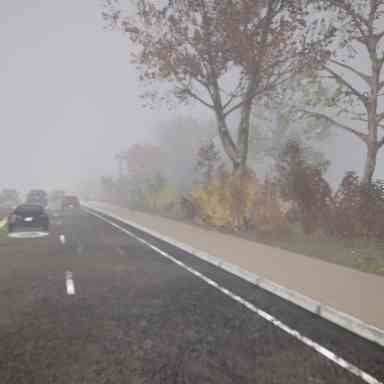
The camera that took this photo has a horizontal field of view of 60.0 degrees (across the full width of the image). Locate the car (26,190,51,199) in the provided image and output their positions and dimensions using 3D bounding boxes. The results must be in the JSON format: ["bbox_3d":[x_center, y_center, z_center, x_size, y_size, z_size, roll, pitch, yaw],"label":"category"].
[{"bbox_3d":[-18.284,0.720,39.334,2.150,2.045,5.566,1,0,-25],"label":"car"}]

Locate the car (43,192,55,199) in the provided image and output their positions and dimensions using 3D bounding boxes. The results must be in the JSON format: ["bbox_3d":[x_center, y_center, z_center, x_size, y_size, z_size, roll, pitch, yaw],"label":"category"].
[{"bbox_3d":[-30.774,0.670,71.522,1.994,1.385,4.181,1,0,-28],"label":"car"}]

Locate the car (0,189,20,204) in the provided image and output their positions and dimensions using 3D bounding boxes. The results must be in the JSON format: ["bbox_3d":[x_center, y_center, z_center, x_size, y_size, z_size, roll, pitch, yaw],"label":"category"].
[{"bbox_3d":[-25.302,0.559,46.295,2.150,2.045,5.566,1,0,-25],"label":"car"}]

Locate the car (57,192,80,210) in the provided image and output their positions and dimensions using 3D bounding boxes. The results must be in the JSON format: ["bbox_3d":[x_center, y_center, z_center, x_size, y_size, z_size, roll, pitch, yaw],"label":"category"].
[{"bbox_3d":[-13.472,1.112,36.639,1.837,1.490,4.892,1,1,-25],"label":"car"}]

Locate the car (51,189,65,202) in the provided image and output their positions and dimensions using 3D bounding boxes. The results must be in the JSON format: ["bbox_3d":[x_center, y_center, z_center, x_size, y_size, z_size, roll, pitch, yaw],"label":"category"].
[{"bbox_3d":[-21.685,0.596,53.918,2.150,2.045,5.566,1,0,-26],"label":"car"}]

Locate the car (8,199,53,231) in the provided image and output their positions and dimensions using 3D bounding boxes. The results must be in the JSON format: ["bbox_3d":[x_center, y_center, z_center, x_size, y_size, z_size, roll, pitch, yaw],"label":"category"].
[{"bbox_3d":[-9.084,1.321,18.730,1.994,1.385,4.181,1,0,-23],"label":"car"}]
